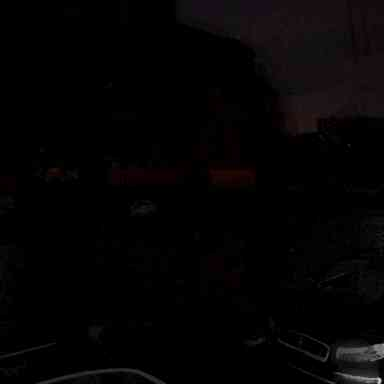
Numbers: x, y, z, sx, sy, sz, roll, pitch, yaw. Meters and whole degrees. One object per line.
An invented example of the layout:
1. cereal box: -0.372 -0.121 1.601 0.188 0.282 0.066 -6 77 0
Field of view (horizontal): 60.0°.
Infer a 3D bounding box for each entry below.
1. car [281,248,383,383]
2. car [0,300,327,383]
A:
1. car: 2.963 1.575 4.933 4.403 1.369 2.008 0 -2 -35
2. car: -1.483 1.550 1.782 4.403 1.369 2.008 0 -2 -35
